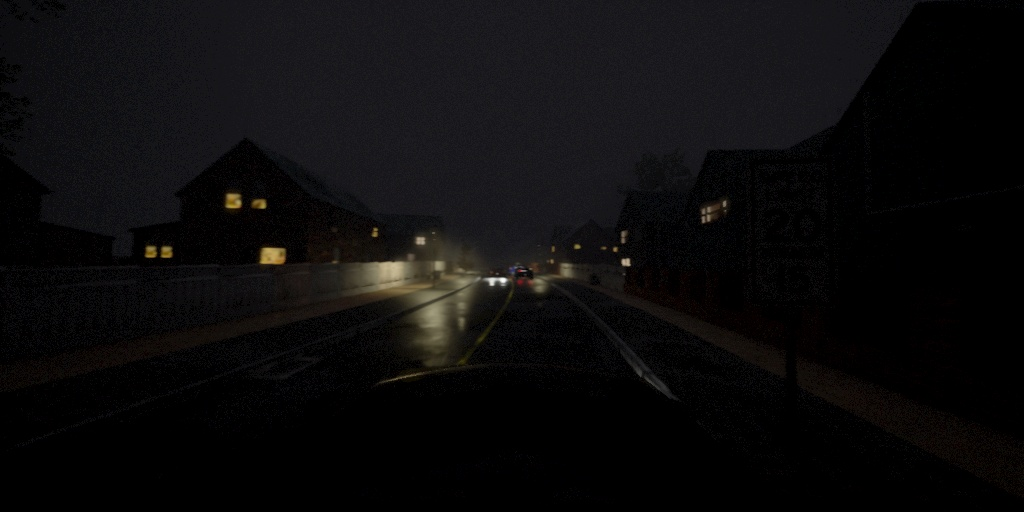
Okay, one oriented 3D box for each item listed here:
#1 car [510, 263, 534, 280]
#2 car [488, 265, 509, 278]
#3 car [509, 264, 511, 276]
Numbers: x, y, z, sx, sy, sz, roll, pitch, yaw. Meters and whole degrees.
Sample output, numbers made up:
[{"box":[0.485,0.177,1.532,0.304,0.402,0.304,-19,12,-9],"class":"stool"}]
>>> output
[{"box":[1.218,1.722,38.369,2.128,1.511,4.902,1,-1,-3],"class":"car"},{"box":[-1.691,1.777,41.202,1.994,1.385,4.181,1,-1,-3],"class":"car"},{"box":[0.488,1.725,48.777,2.097,1.767,4.553,1,-1,-5],"class":"car"}]
